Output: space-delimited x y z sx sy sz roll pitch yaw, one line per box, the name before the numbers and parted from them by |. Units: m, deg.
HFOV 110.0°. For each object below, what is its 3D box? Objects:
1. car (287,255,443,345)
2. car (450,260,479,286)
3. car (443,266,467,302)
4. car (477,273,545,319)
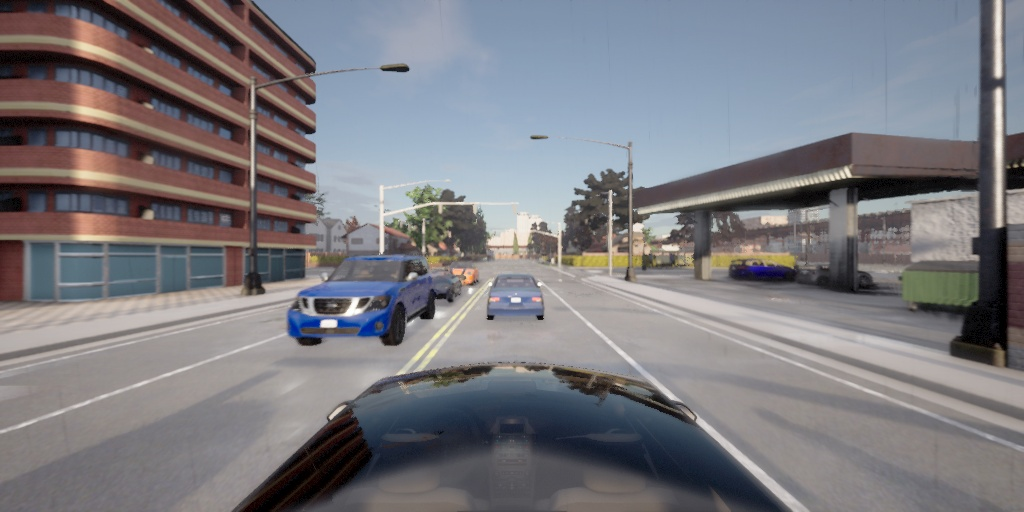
car | -3.591 0.976 9.809 2.150 2.045 5.566 0 0 0
car | -3.520 1.117 25.155 2.097 1.767 4.553 0 0 0
car | -3.496 1.324 16.698 1.994 1.385 4.181 0 0 0
car | 0.107 1.304 12.746 2.033 1.411 5.357 0 0 0
